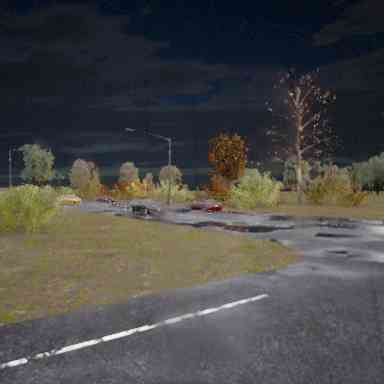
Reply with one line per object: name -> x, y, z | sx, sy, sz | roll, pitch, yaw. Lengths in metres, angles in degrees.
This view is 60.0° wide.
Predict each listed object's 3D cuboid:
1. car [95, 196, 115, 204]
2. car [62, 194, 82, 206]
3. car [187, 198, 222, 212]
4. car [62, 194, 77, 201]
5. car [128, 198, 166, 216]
car -> -15.058, 1.273, 57.078 | 1.895, 1.301, 4.718 | 0, 1, -37
car -> -17.873, 1.215, 49.217 | 1.882, 1.535, 5.008 | 0, 1, -37
car -> 1.274, 1.369, 35.552 | 1.994, 1.385, 4.181 | 0, 0, -37
car -> -26.645, 1.113, 72.348 | 1.994, 1.385, 4.181 | 0, 1, -37
car -> -4.342, 1.351, 31.375 | 1.837, 1.490, 4.892 | 0, 1, -37
